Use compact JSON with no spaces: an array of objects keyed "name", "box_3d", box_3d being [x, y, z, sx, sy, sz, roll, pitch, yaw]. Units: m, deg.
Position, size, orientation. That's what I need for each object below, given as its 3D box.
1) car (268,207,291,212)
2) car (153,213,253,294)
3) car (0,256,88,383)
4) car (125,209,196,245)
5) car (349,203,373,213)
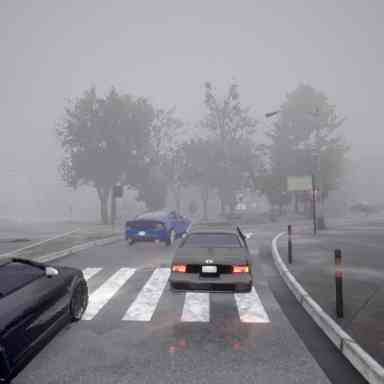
[{"name":"car","box_3d":[19.179,4.002,73.368,4.718,1.301,1.895,-4,-6,41]},{"name":"car","box_3d":[0.610,1.543,8.972,2.033,1.411,5.357,-1,0,6]},{"name":"car","box_3d":[-2.963,1.574,4.603,1.994,1.385,4.181,0,0,1]},{"name":"car","box_3d":[-1.418,1.560,15.650,1.882,1.535,5.008,-1,-2,13]},{"name":"car","box_3d":[26.183,2.414,51.676,1.837,1.490,4.892,1,-2,1]}]
